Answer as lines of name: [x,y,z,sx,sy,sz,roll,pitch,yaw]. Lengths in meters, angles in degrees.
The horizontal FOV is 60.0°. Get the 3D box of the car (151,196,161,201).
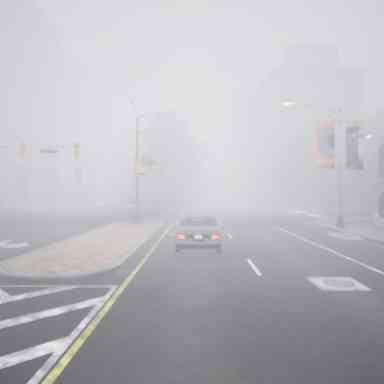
car: [-10.161,1.817,93.772,2.128,1.511,4.902,0,0,1]

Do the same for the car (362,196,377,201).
car: [39.024,1.770,75.388,2.231,1.521,4.892,0,0,1]

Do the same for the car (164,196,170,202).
car: [-6.878,1.802,78.683,1.994,1.385,4.181,0,0,1]

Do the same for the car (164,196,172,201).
car: [-6.662,1.820,93.633,1.812,1.442,4.674,0,0,1]

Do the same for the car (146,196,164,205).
car: [-7.108,1.765,64.135,1.994,1.385,4.181,0,0,1]

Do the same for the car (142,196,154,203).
car: [-10.372,1.772,79.147,2.128,1.511,4.902,0,0,1]

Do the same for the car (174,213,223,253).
car: [0.262,1.594,13.918,2.033,1.411,5.357,0,0,1]

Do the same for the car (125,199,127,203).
car: [-13.685,1.824,74.754,1.895,1.301,4.718,0,0,1]

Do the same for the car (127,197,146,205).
car: [-10.608,1.798,63.927,1.895,1.301,4.718,0,0,1]
